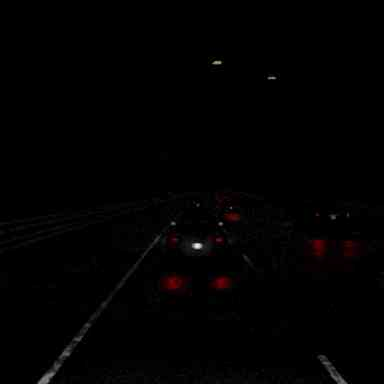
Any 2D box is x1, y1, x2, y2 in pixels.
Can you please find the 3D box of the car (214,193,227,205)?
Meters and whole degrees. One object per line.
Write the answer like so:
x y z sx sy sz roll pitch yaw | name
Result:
5.030 1.110 57.199 2.150 2.045 5.566 0 0 3 | car

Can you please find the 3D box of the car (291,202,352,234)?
7.282 1.327 19.153 2.097 1.767 4.553 0 0 1 | car

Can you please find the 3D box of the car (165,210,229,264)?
0.176 1.538 11.698 1.994 1.385 4.181 0 0 1 | car

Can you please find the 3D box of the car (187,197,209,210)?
0.608 1.277 33.324 2.097 1.767 4.553 0 0 2 | car

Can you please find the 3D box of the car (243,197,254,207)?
8.221 1.459 50.769 2.033 1.411 5.357 0 0 3 | car

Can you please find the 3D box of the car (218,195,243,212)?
4.240 1.432 37.606 1.837 1.490 4.892 0 0 2 | car
